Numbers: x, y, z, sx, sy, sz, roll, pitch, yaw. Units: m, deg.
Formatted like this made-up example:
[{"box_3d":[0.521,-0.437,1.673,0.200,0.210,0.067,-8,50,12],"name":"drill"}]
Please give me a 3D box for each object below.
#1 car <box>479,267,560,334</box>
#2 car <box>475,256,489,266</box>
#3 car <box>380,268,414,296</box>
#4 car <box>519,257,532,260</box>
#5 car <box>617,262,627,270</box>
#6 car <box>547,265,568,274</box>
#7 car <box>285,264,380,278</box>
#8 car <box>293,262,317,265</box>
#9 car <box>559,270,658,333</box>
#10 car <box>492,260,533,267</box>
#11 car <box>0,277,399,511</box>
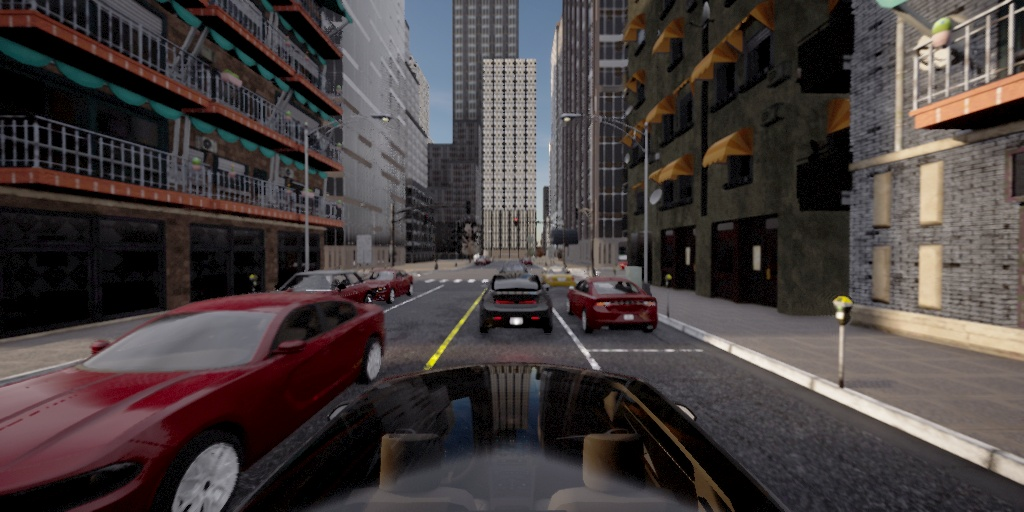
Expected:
[{"box_3d":[0.103,1.223,10.535,1.837,1.490,4.892,0,0,0],"name":"car"},{"box_3d":[-5.663,1.077,65.057,1.888,1.381,4.507,0,0,0],"name":"car"},{"box_3d":[-5.686,1.244,16.021,1.888,1.381,4.507,0,0,0],"name":"car"},{"box_3d":[2.717,0.972,65.052,1.967,1.591,4.097,0,0,0],"name":"car"},{"box_3d":[14.280,0.873,40.662,4.507,1.381,1.888,0,0,0],"name":"car"},{"box_3d":[2.698,1.205,21.696,1.751,1.417,4.829,0,0,0],"name":"car"},{"box_3d":[-5.688,1.158,10.497,1.967,1.591,4.097,0,0,0],"name":"car"},{"box_3d":[-23.818,1.363,40.361,4.097,1.591,1.967,0,0,0],"name":"car"},{"box_3d":[2.693,1.264,10.480,1.888,1.381,4.507,0,0,0],"name":"car"},{"box_3d":[0.107,1.173,21.160,2.128,1.511,4.902,0,0,0],"name":"car"},{"box_3d":[-3.095,1.219,4.187,1.882,1.535,5.008,0,0,0],"name":"car"}]
